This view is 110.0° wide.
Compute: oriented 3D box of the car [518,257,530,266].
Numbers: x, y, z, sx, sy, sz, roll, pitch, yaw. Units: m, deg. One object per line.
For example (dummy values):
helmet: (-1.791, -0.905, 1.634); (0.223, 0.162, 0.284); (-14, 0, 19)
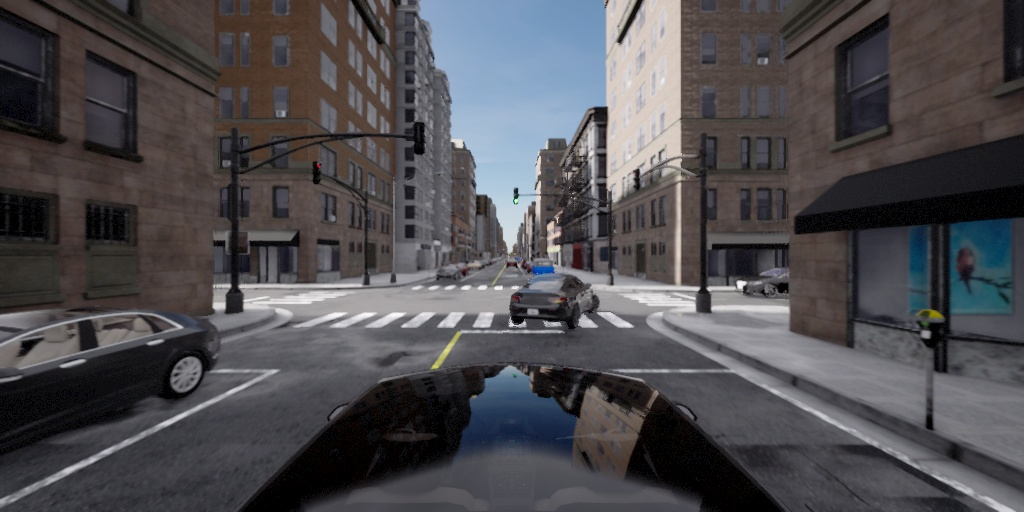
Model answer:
car: (2.635, 1.131, 59.302); (2.192, 1.841, 5.009); (0, 0, 0)

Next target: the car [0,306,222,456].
car: (-5.387, 1.303, 3.804); (2.007, 1.370, 4.403); (0, 0, 0)

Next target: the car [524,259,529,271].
car: (2.636, 1.384, 42.257); (1.802, 1.307, 4.207); (0, 0, 0)

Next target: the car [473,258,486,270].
car: (-5.390, 1.339, 53.444); (1.751, 1.417, 4.829); (0, 0, 0)

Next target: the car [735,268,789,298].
car: (14.337, 1.359, 18.747); (4.902, 1.511, 2.128); (0, 0, -2)

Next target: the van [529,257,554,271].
van: (2.636, 1.128, 30.895); (1.690, 1.789, 3.998); (0, 0, 0)

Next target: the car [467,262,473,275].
car: (-5.389, 1.340, 36.567); (1.888, 1.381, 4.507); (0, 0, 0)

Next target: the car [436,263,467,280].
car: (-5.389, 1.338, 30.886); (2.007, 1.370, 4.403); (0, 0, 0)

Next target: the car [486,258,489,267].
car: (-5.390, 1.383, 59.296); (1.948, 1.339, 4.313); (0, 0, 0)

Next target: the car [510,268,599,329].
car: (1.446, 1.288, 11.444); (1.812, 1.442, 4.674); (0, 0, 23)

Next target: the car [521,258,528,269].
car: (2.635, 1.395, 53.621); (1.802, 1.307, 4.207); (0, 0, 0)

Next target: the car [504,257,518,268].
car: (-0.003, 1.295, 60.609); (1.882, 1.535, 5.008); (0, 0, 0)
